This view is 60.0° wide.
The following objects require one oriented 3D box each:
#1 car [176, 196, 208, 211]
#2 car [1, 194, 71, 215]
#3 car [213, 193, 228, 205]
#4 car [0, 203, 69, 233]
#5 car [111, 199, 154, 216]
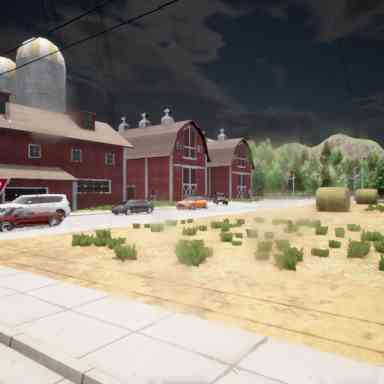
[{"bbox_3d":[-0.011,1.326,40.863,2.097,1.767,4.553,0,0,35],"label":"car"},{"bbox_3d":[-11.615,1.195,24.206,2.150,2.045,5.566,0,0,35],"label":"car"},{"bbox_3d":[4.744,1.118,54.883,1.905,1.878,3.866,6,1,-8],"label":"car"},{"bbox_3d":[-10.068,1.574,19.661,1.895,1.301,4.718,0,0,33],"label":"car"},{"bbox_3d":[-5.747,1.478,32.637,1.837,1.490,4.892,0,0,35],"label":"car"}]
